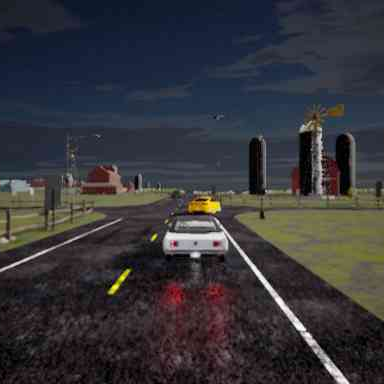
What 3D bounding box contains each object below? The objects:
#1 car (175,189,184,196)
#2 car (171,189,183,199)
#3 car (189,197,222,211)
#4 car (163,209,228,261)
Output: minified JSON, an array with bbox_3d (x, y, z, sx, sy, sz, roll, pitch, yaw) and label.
[{"bbox_3d":[-3.460,0.162,92.410,2.150,2.045,5.566,0,0,0],"label":"car"},{"bbox_3d":[-3.467,0.572,75.760,2.150,2.045,5.566,0,0,0],"label":"car"},{"bbox_3d":[1.274,1.193,29.919,1.882,1.535,5.008,-1,0,18],"label":"car"},{"bbox_3d":[0.103,1.484,11.699,1.895,1.301,4.718,0,1,0],"label":"car"}]
